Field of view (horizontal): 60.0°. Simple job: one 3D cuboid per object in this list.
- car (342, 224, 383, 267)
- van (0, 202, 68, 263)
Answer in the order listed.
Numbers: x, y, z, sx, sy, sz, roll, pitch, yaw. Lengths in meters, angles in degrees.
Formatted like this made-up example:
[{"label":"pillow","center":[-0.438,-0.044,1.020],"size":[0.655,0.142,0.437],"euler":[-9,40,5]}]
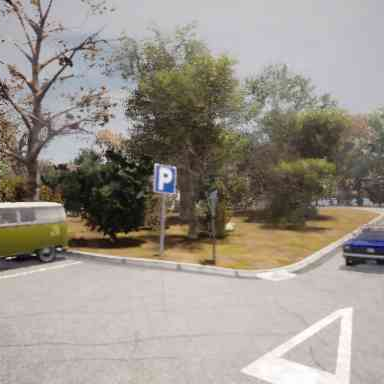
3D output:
[{"label":"car","center":[7.187,1.957,12.630],"size":[1.895,1.301,4.718],"euler":[-3,-1,38]},{"label":"van","center":[-6.130,1.313,10.052],"size":[1.878,1.987,4.442],"euler":[-1,0,35]}]
